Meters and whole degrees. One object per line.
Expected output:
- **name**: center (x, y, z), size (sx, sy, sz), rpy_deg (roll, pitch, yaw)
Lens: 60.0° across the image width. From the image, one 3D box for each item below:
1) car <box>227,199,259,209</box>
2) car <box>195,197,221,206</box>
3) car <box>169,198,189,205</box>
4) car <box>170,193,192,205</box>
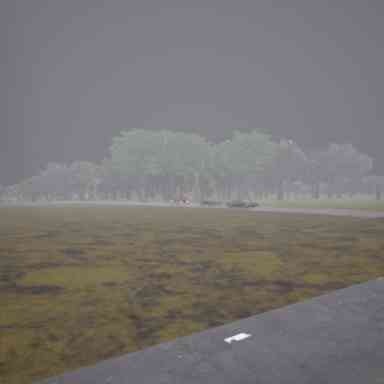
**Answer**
- **car**: center (7.459, 1.749, 49.470), size (2.033, 1.411, 5.357), rpy_deg (-2, 1, -36)
- **car**: center (3.215, 1.715, 60.368), size (2.128, 1.511, 4.902), rpy_deg (-2, 0, -35)
- **car**: center (-2.680, 1.932, 68.511), size (1.895, 1.301, 4.718), rpy_deg (-2, 0, -36)
- **car**: center (-1.499, 1.173, 62.110), size (2.150, 2.045, 5.566), rpy_deg (-2, 0, -36)
